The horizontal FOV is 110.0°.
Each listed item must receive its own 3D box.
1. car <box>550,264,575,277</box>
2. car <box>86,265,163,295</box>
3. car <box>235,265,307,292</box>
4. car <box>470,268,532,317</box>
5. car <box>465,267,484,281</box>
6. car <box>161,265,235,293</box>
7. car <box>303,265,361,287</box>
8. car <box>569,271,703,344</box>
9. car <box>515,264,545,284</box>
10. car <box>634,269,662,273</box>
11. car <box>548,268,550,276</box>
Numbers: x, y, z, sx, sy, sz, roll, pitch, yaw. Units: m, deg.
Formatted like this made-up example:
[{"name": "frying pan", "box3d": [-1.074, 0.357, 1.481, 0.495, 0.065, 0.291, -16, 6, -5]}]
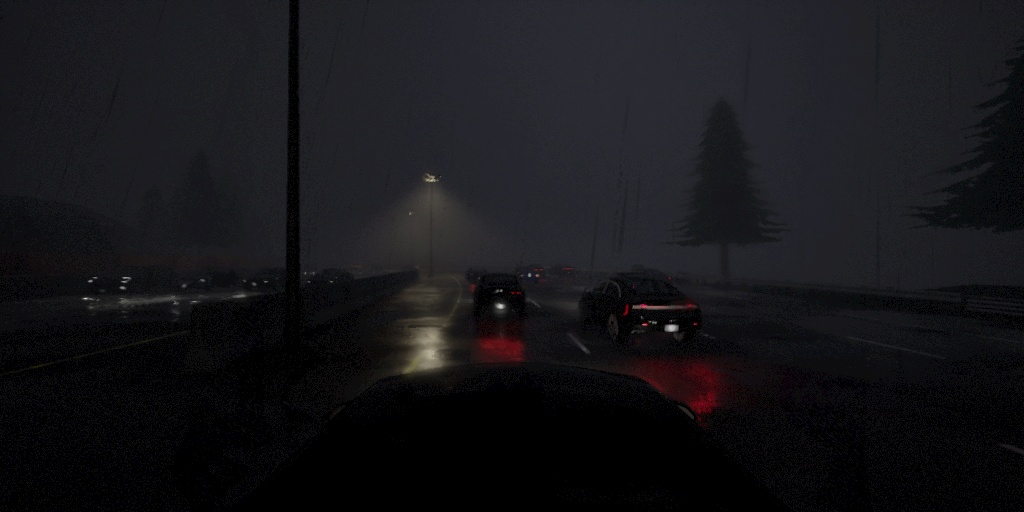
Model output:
[{"name": "car", "box3d": [5.687, 1.659, 41.737, 2.128, 1.511, 4.902, 0, -1, -13]}, {"name": "car", "box3d": [-22.729, 1.342, 21.828, 2.097, 1.767, 4.553, 0, -1, -9]}, {"name": "car", "box3d": [-15.996, 1.511, 24.136, 1.837, 1.490, 4.892, 0, -1, -9]}, {"name": "car", "box3d": [-0.543, 1.386, 13.951, 1.837, 1.490, 4.892, 0, 0, -4]}, {"name": "car", "box3d": [-3.428, 1.701, 34.439, 1.895, 1.301, 4.718, 0, -1, -12]}, {"name": "car", "box3d": [-19.390, 1.492, 23.203, 2.128, 1.511, 4.902, 0, -1, -9]}, {"name": "car", "box3d": [-12.618, 1.563, 25.339, 2.033, 1.411, 5.357, 0, -1, -9]}, {"name": "car", "box3d": [3.229, 1.325, 9.943, 2.128, 1.511, 4.902, 0, -1, -3]}, {"name": "car", "box3d": [0.933, 1.599, 30.306, 2.033, 1.411, 5.357, 0, -1, -10]}, {"name": "car", "box3d": [6.064, 1.527, 19.044, 1.895, 1.301, 4.718, 0, -1, -6]}, {"name": "car", "box3d": [2.320, 1.667, 40.771, 1.837, 1.490, 4.892, 1, 0, -13]}]
